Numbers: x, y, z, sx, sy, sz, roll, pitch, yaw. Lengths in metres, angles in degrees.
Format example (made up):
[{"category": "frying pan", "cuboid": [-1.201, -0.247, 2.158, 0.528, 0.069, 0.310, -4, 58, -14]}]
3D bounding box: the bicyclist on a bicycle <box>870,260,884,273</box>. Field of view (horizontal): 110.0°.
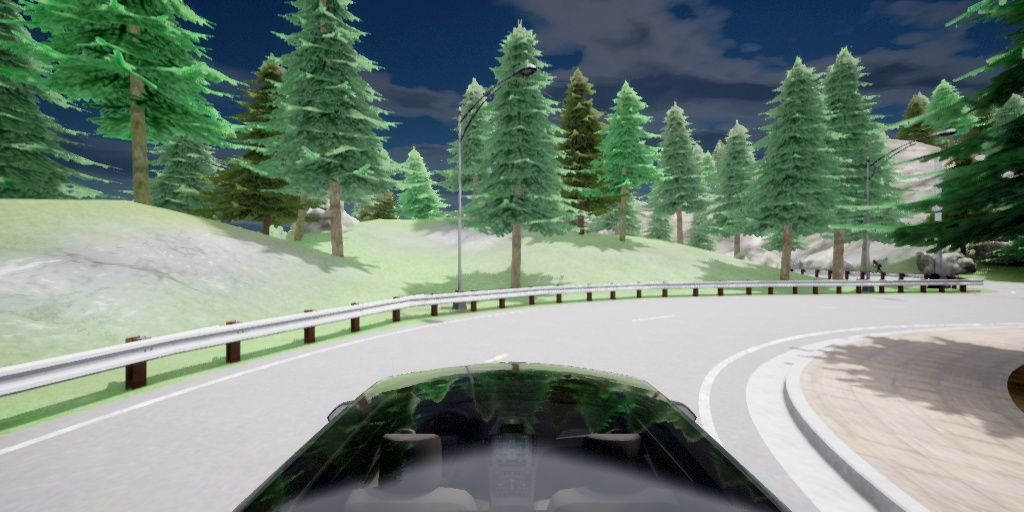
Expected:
[{"category": "bicyclist on a bicycle", "cuboid": [37.055, 1.202, 36.426, 1.656, 1.620, 0.582, -6, -2, -6]}]
